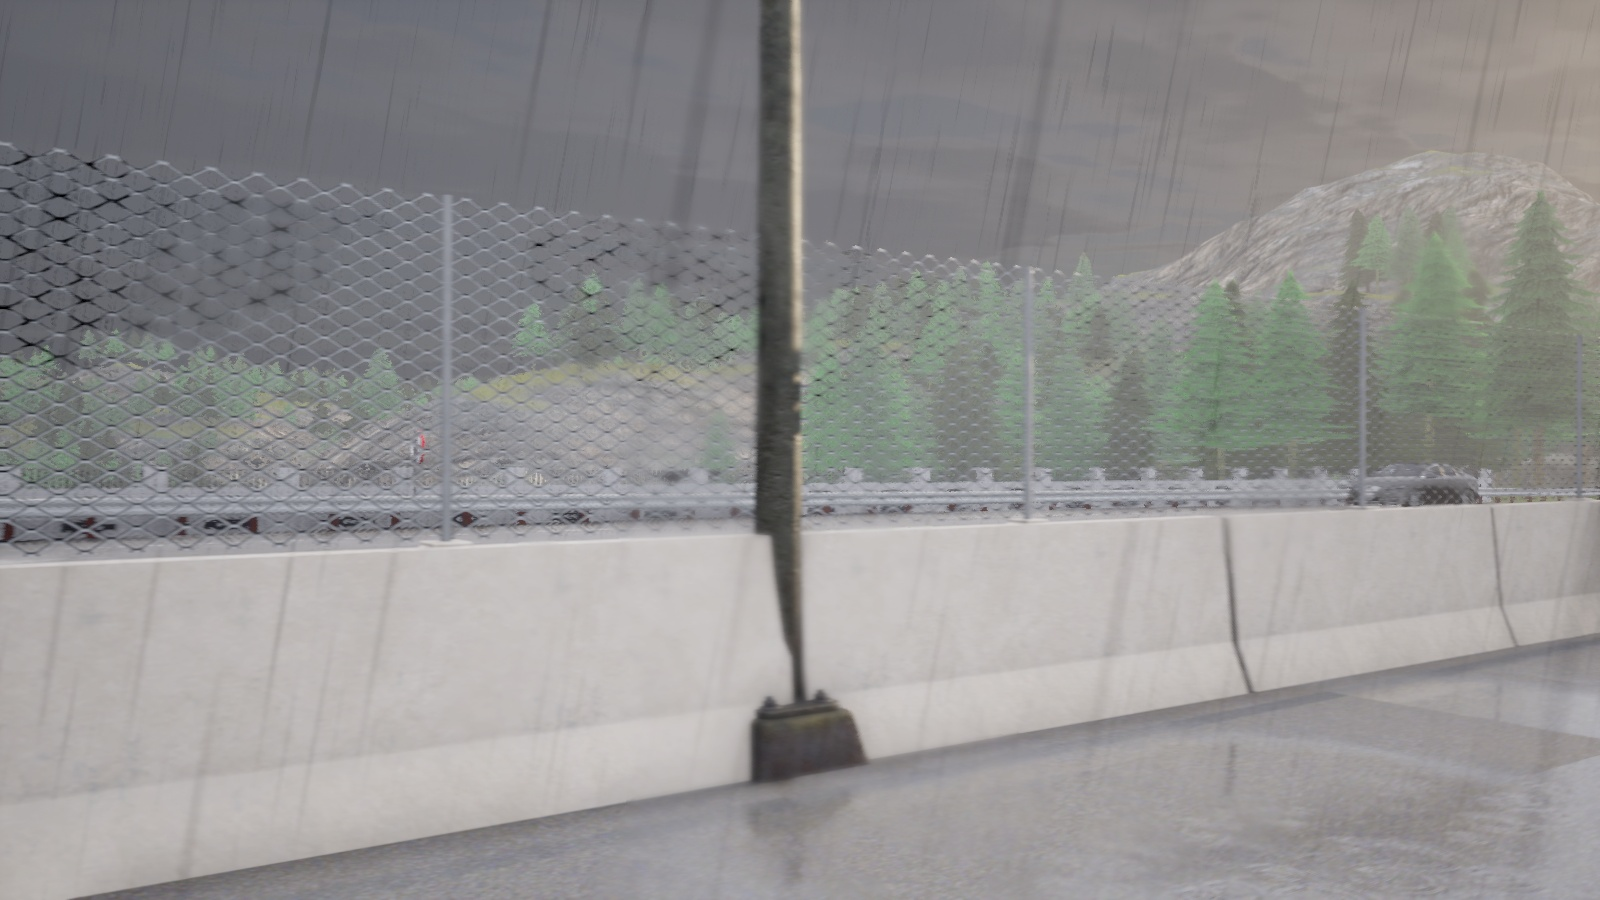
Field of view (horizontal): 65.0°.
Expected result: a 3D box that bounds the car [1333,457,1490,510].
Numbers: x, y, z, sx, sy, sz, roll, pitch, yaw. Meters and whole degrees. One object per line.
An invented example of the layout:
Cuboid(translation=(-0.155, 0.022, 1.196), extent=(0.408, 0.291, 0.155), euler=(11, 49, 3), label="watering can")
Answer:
Cuboid(translation=(18.466, 0.986, 37.832), extent=(4.902, 1.511, 2.128), euler=(1, -1, -35), label="car")
